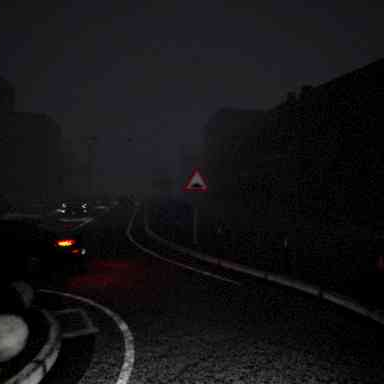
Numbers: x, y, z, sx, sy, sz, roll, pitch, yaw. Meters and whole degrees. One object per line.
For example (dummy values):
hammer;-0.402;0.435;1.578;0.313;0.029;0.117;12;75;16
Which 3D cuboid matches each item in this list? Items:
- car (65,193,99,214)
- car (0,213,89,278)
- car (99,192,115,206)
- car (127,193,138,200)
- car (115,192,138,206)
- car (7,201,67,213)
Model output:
car;-9.579;1.053;28.266;2.097;1.767;4.553;2;1;-8
car;-5.325;1.410;9.155;4.674;1.442;1.812;2;-2;-2
car;-11.577;0.907;42.707;2.128;1.511;4.902;2;1;-8
car;-11.819;0.825;66.243;1.895;1.301;4.718;2;0;-8
car;-8.508;0.971;43.525;1.882;1.535;5.008;2;1;-8
car;-8.217;1.338;17.084;1.812;1.442;4.674;2;0;-5
